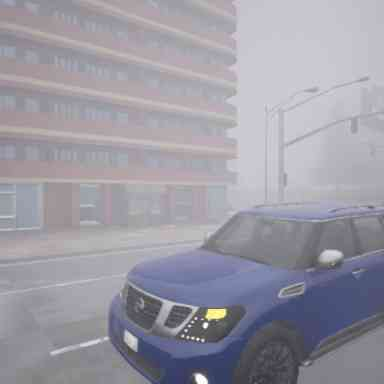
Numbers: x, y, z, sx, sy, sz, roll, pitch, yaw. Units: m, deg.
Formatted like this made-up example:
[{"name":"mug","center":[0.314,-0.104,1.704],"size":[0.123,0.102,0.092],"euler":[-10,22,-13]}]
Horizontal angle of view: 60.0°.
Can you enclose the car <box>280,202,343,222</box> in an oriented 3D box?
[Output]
[{"name":"car","center":[9.831,1.601,27.669],"size":[1.895,1.301,4.718],"euler":[0,0,-34]}]

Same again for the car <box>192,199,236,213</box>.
[{"name":"car","center":[2.385,1.547,38.122],"size":[2.033,1.411,5.357],"euler":[0,0,-36]}]

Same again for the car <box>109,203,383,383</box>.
[{"name":"car","center":[1.594,1.221,5.142],"size":[5.566,2.045,2.150],"euler":[0,0,-36]}]
